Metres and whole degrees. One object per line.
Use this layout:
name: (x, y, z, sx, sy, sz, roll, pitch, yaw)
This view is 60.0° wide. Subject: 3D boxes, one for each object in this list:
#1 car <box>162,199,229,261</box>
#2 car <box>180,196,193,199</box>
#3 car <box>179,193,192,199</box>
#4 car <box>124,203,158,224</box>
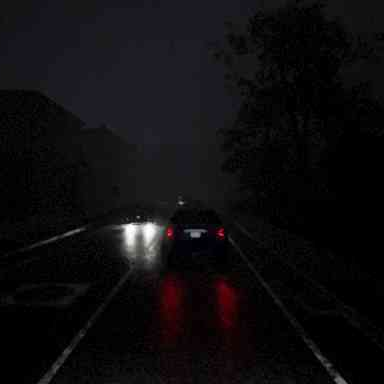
car: (0.110, 1.312, 12.201, 2.097, 1.767, 4.553, 0, 0, 0)
car: (0.145, 1.401, 31.466, 2.033, 1.411, 5.357, 0, 0, 0)
car: (-1.155, 0.997, 66.047, 2.097, 1.767, 4.553, 0, 0, 11)
car: (-3.558, 1.458, 23.960, 1.994, 1.385, 4.181, 0, 0, 0)
